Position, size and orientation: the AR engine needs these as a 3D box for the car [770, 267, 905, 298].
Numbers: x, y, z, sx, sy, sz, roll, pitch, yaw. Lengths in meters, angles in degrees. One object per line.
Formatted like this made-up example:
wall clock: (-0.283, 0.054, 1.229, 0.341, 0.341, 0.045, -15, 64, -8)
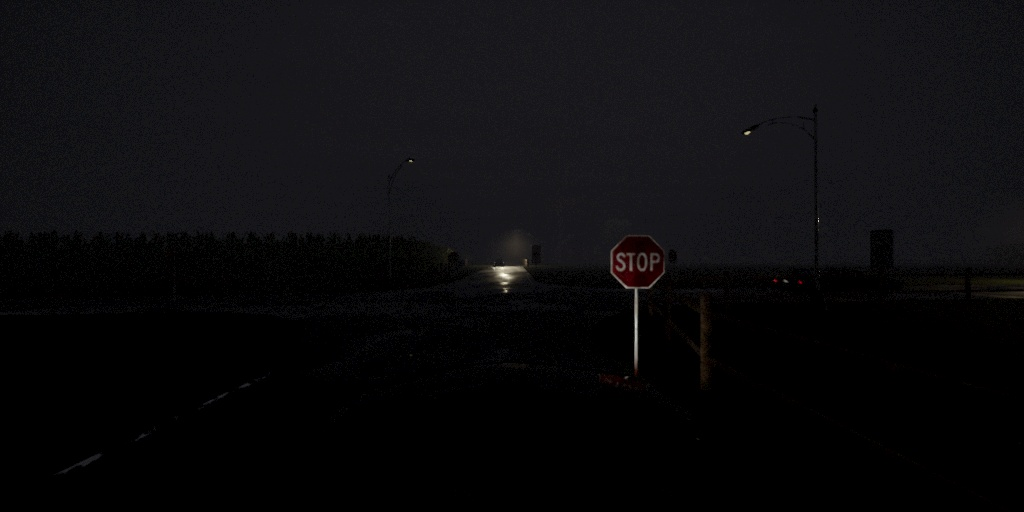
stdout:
car: (15.427, 1.212, 17.146, 5.357, 1.411, 2.033, 0, 0, -5)
